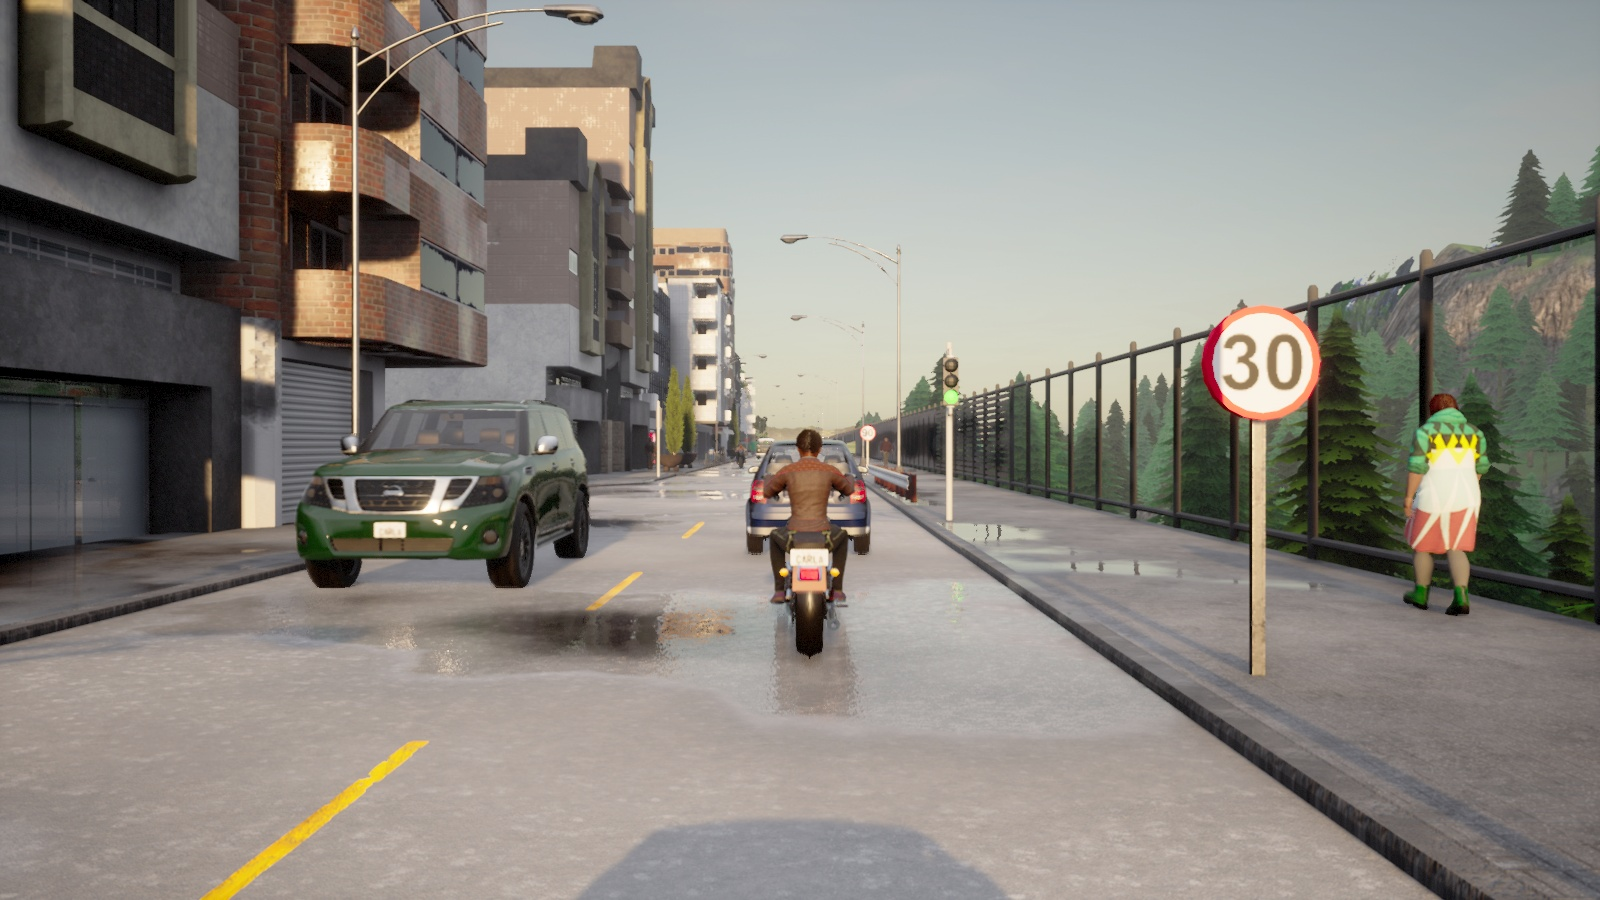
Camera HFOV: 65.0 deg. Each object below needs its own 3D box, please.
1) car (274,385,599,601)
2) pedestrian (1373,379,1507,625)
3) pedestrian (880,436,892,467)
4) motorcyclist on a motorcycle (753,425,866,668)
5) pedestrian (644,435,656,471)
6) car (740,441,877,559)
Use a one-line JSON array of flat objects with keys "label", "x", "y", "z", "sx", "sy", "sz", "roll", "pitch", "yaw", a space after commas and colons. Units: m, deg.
[{"label": "car", "x": -3.898, "y": 0.394, "z": 14.706, "sx": 2.150, "sy": 2.045, "sz": 5.566, "roll": 0, "pitch": 0, "yaw": 0}, {"label": "pedestrian", "x": 5.277, "y": 0.413, "z": 10.397, "sx": 0.659, "sy": 1.952, "sz": 0.873, "roll": 0, "pitch": 0, "yaw": 0}, {"label": "pedestrian", "x": 5.182, "y": 0.111, "z": 75.635, "sx": 0.634, "sy": 1.844, "sz": 0.899, "roll": 0, "pitch": 0, "yaw": -4}, {"label": "motorcyclist on a motorcycle", "x": 0.070, "y": 0.652, "z": 9.694, "sx": 0.766, "sy": 1.649, "sz": 2.350, "roll": 0, "pitch": 0, "yaw": 0}, {"label": "pedestrian", "x": -7.918, "y": 0.142, "z": 66.304, "sx": 0.563, "sy": 1.883, "sz": 0.849, "roll": 0, "pitch": 0, "yaw": 0}, {"label": "car", "x": 0.117, "y": 0.641, "z": 18.291, "sx": 1.789, "sy": 1.549, "sz": 3.705, "roll": 0, "pitch": 0, "yaw": 0}]
